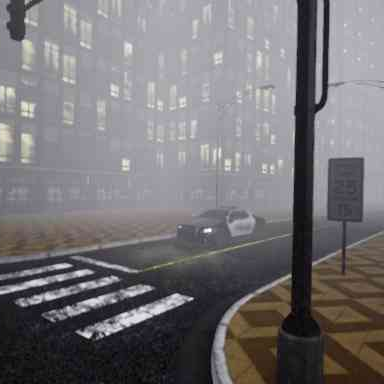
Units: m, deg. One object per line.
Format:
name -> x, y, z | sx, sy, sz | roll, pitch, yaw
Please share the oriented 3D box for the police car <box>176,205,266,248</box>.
police car -> 1.335, 1.422, 14.743 | 2.038, 1.542, 4.974 | 2, 1, 39
